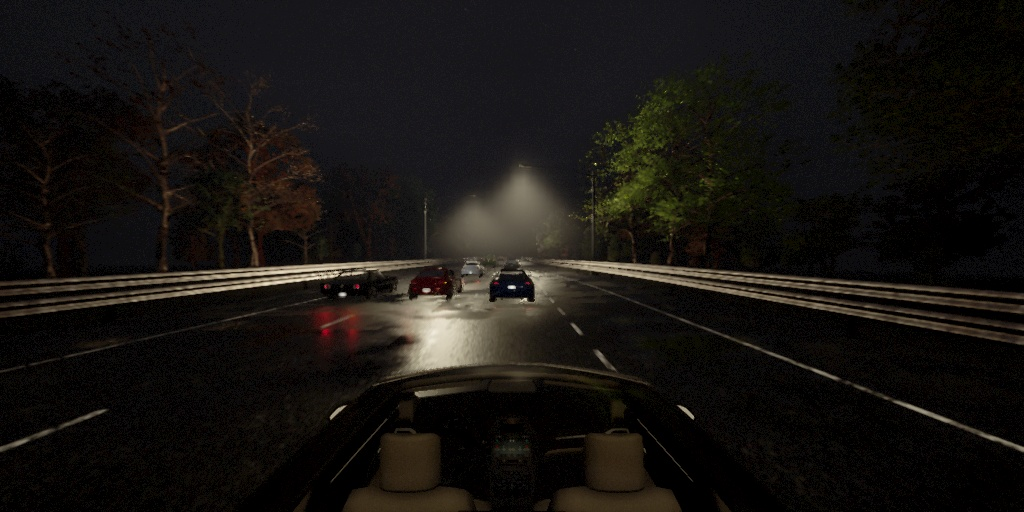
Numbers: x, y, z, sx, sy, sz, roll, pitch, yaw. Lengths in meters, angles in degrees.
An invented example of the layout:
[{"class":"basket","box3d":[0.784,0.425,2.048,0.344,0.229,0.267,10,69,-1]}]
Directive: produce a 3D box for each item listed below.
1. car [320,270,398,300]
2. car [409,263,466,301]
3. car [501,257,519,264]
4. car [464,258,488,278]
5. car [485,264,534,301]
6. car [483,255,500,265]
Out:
[{"class":"car","box3d":[-7.003,1.301,17.047,1.895,1.301,4.718,0,0,0]},{"class":"car","box3d":[-3.503,1.227,16.974,1.812,1.442,4.674,0,0,0]},{"class":"car","box3d":[-0.009,1.183,46.610,1.994,1.385,4.181,0,0,0]},{"class":"car","box3d":[-3.506,1.181,32.646,1.812,1.442,4.674,0,0,0]},{"class":"car","box3d":[-0.005,1.266,16.899,1.994,1.385,4.181,0,0,0]},{"class":"car","box3d":[-3.512,0.818,56.733,2.150,2.045,5.566,0,0,0]}]
